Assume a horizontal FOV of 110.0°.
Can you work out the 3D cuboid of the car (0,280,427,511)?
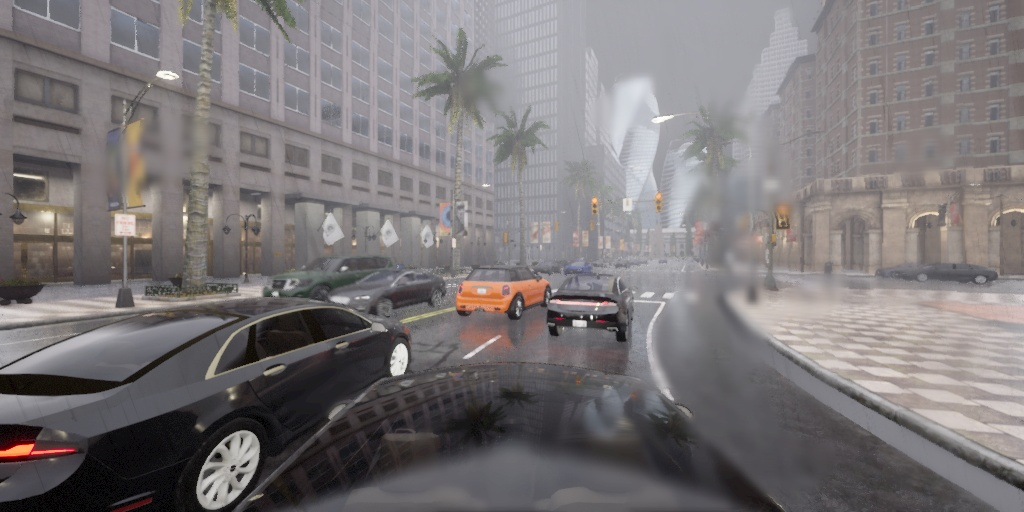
[{"bbox_3d":[-2.855,1.254,4.273,1.837,1.490,4.892,0,0,8],"label":"car"}]

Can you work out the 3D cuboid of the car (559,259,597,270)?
[{"bbox_3d":[6.577,1.214,35.339,1.882,1.535,5.008,0,0,26],"label":"car"}]

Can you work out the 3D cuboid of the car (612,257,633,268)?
[{"bbox_3d":[17.972,1.230,58.169,1.837,1.490,4.892,0,0,27],"label":"car"}]

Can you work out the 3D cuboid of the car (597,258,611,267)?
[{"bbox_3d":[14.396,1.230,58.845,1.837,1.490,4.892,0,0,27],"label":"car"}]

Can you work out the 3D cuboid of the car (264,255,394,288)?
[{"bbox_3d":[-7.177,0.967,15.012,2.150,2.045,5.566,0,0,22],"label":"car"}]

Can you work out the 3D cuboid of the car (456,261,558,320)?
[{"bbox_3d":[-0.097,1.098,12.982,2.097,1.767,4.553,0,0,23],"label":"car"}]

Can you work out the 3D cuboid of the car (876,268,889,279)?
[{"bbox_3d":[32.931,1.299,29.478,4.181,1.385,1.994,0,0,26],"label":"car"}]

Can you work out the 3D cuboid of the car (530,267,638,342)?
[{"bbox_3d":[2.338,1.238,9.962,2.128,1.511,4.902,0,0,21],"label":"car"}]

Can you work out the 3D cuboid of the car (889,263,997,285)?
[{"bbox_3d":[31.568,1.241,26.251,4.892,1.490,1.837,0,0,25],"label":"car"}]

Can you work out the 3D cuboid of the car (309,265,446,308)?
[{"bbox_3d":[-4.246,1.238,12.899,2.128,1.511,4.902,0,0,22],"label":"car"}]
